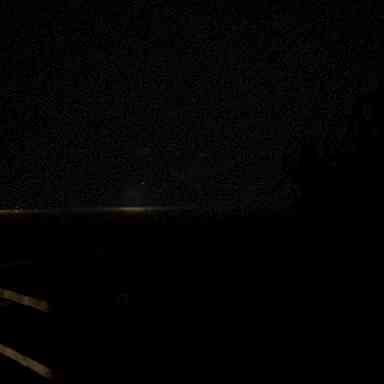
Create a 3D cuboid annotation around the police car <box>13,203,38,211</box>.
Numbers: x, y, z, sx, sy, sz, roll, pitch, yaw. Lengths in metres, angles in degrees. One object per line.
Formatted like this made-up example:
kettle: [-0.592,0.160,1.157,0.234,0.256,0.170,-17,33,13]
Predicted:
police car: [-36.851,3.247,73.687,1.930,1.638,5.238,0,-1,36]
